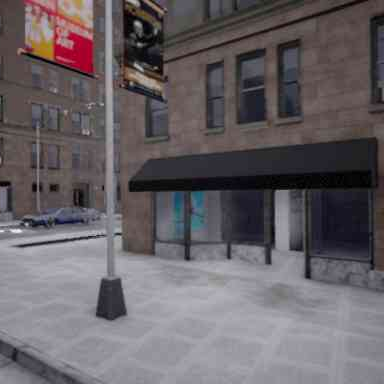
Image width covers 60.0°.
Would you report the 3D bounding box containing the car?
[{"bbox_3d":[-8.803,1.639,22.822,2.033,1.411,5.357,-1,-1,32],"label":"car"}]
